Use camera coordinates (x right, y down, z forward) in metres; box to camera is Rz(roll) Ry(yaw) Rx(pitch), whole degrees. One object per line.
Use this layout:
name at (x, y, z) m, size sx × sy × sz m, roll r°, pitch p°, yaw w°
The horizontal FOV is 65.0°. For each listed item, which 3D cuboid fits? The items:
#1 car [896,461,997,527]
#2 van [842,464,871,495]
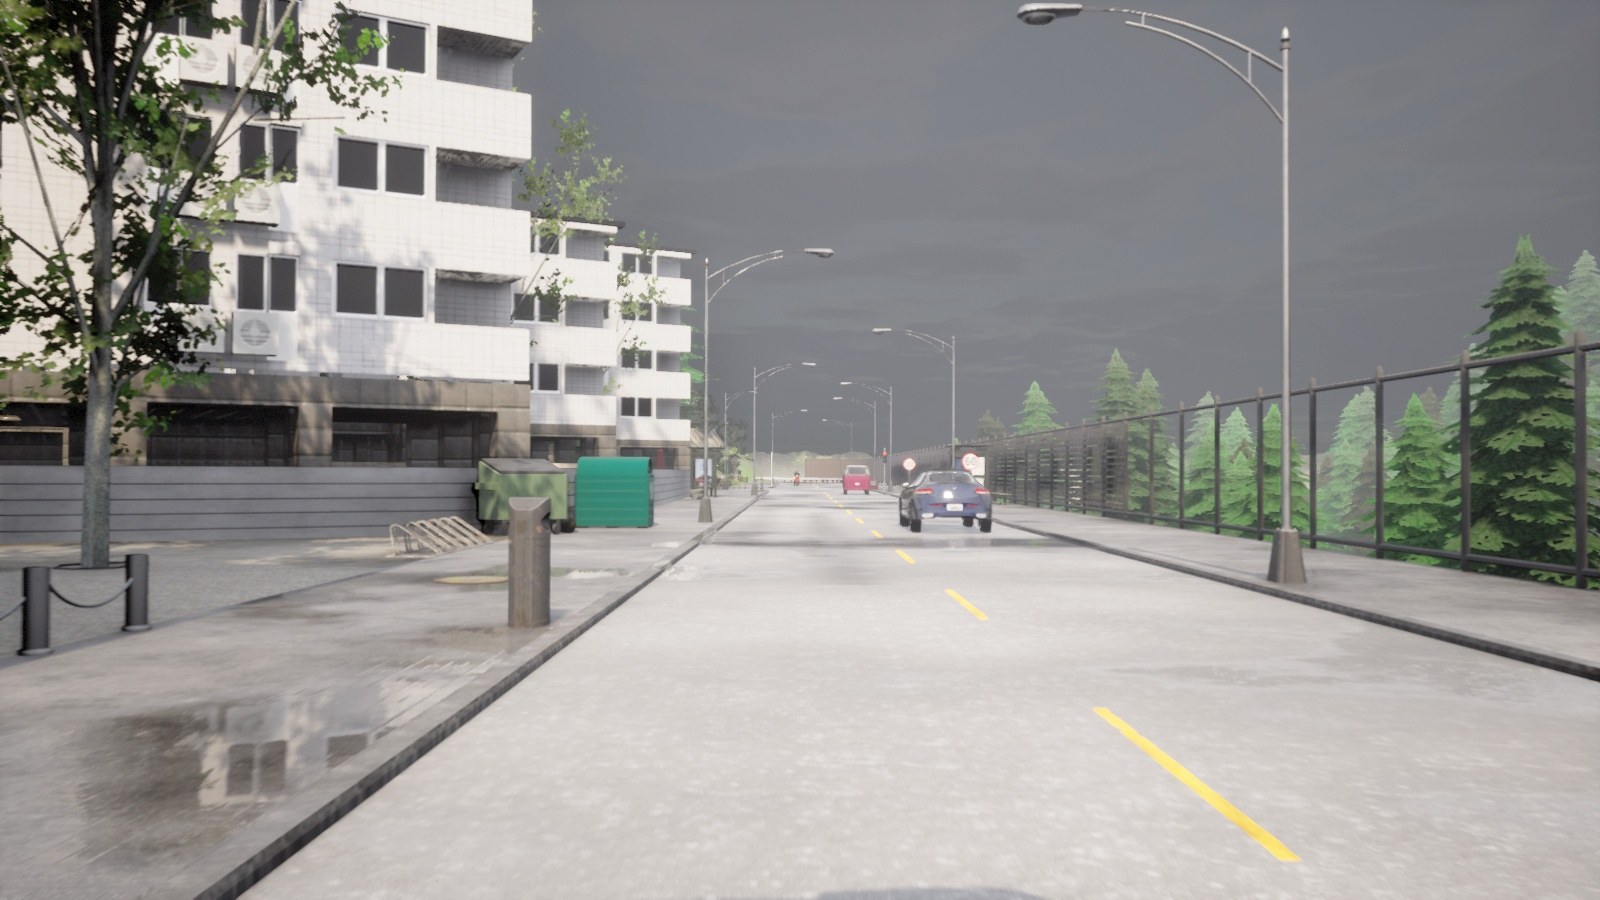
car at (3.910, 1.152, 34.332) m, size 2.152 × 1.651 × 5.027 m, roll 0°, pitch -1°, yaw 0°
van at (3.780, 1.969, 84.621) m, size 1.775 × 1.987 × 4.442 m, roll 0°, pitch -1°, yaw 0°
